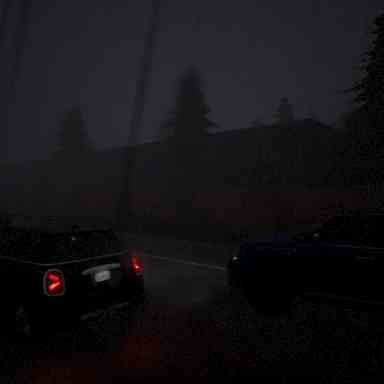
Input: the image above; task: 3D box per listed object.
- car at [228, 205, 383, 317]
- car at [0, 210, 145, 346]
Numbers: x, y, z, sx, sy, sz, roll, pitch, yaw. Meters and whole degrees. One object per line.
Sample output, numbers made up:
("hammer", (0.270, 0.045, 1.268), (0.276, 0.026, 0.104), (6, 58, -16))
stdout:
("car", (3.394, 1.241, 5.965), (5.566, 2.045, 2.150), (0, 0, 36))
("car", (-3.096, 1.378, 6.677), (4.553, 1.767, 2.097), (0, 0, 39))
